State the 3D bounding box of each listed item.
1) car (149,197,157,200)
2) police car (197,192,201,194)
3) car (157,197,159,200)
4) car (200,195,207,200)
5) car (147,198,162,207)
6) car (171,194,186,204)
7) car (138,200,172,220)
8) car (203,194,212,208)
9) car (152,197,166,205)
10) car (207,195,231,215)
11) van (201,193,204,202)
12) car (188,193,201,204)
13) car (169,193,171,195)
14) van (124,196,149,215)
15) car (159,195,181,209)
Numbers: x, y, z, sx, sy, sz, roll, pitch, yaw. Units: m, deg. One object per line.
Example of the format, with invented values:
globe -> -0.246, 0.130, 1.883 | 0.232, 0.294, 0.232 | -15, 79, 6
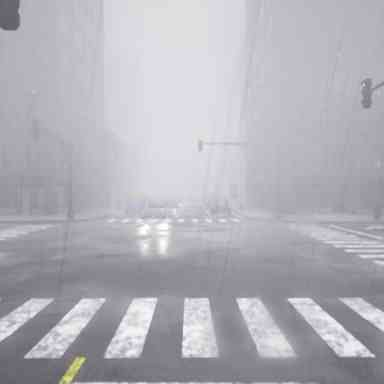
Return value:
car -> -5.676, 1.404, 39.233 | 1.967, 1.590, 4.097 | 0, 0, 0
police car -> 2.742, 1.344, 79.632 | 1.930, 1.638, 5.238 | 0, 0, 0
car -> -5.648, 1.525, 44.901 | 1.947, 1.339, 4.313 | 0, 0, 0
car -> 3.094, 1.470, 90.219 | 1.947, 1.339, 4.313 | 0, 0, 0
car -> -5.621, 1.536, 50.570 | 1.802, 1.307, 4.206 | 0, 0, 0
car -> -2.735, 1.540, 64.132 | 1.895, 1.301, 4.718 | 0, 0, 1
car -> -2.973, 1.575, 27.674 | 1.895, 1.301, 4.718 | 0, 0, 0
car -> 2.877, 1.399, 44.864 | 1.967, 1.590, 4.097 | 0, 0, 0
car -> -5.594, 1.514, 56.238 | 1.947, 1.339, 4.313 | 0, 0, 0
car -> 2.823, 1.409, 33.526 | 1.967, 1.590, 4.097 | 0, 0, 0
van -> 2.931, 1.289, 56.202 | 1.690, 1.788, 3.998 | 0, 0, 0
car -> 0.302, 1.465, 63.931 | 1.812, 1.442, 4.674 | 0, 0, 0
car -> -5.540, 1.501, 67.574 | 1.947, 1.339, 4.313 | 0, 0, 0
van -> -5.703, 1.310, 33.564 | 1.690, 1.788, 3.998 | 0, 0, 0
car -> -2.886, 1.523, 44.443 | 1.994, 1.385, 4.181 | 0, 0, 0
